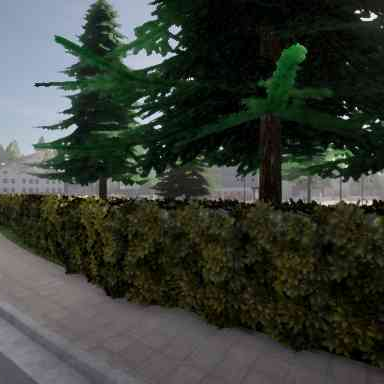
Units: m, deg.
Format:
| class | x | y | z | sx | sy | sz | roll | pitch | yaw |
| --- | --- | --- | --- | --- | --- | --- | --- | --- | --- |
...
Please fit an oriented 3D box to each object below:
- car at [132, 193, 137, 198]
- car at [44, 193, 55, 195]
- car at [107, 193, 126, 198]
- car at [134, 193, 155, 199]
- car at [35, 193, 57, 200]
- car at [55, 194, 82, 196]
| class | x | y | z | sx | sy | sz | roll | pitch | yaw |
| --- | --- | --- | --- | --- | --- | --- | --- | --- | --- |
| car | -10.889 | 1.097 | 77.775 | 4.605 | 1.855 | 1.932 | 0 | 0 | -36 |
| car | -29.650 | 1.298 | 72.179 | 4.514 | 1.523 | 2.007 | 0 | 0 | -36 |
| car | -20.372 | 1.154 | 90.295 | 5.027 | 1.636 | 2.152 | 0 | 0 | -36 |
| car | -7.941 | 1.384 | 60.690 | 3.806 | 1.475 | 1.970 | 0 | 0 | -36 |
| car | -36.329 | 1.097 | 82.718 | 4.605 | 1.855 | 1.932 | 0 | 0 | -36 |
| car | -23.862 | 1.320 | 64.033 | 3.633 | 1.501 | 1.845 | 0 | 0 | -36 |
